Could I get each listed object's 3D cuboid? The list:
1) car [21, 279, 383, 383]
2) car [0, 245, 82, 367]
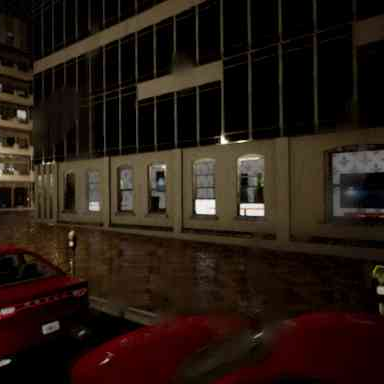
[{"bbox_3d":[1.016,1.545,2.158,4.507,1.381,1.887,0,-1,35],"label":"car"},{"bbox_3d":[-3.561,1.540,5.414,4.507,1.381,1.887,0,-1,35],"label":"car"}]
